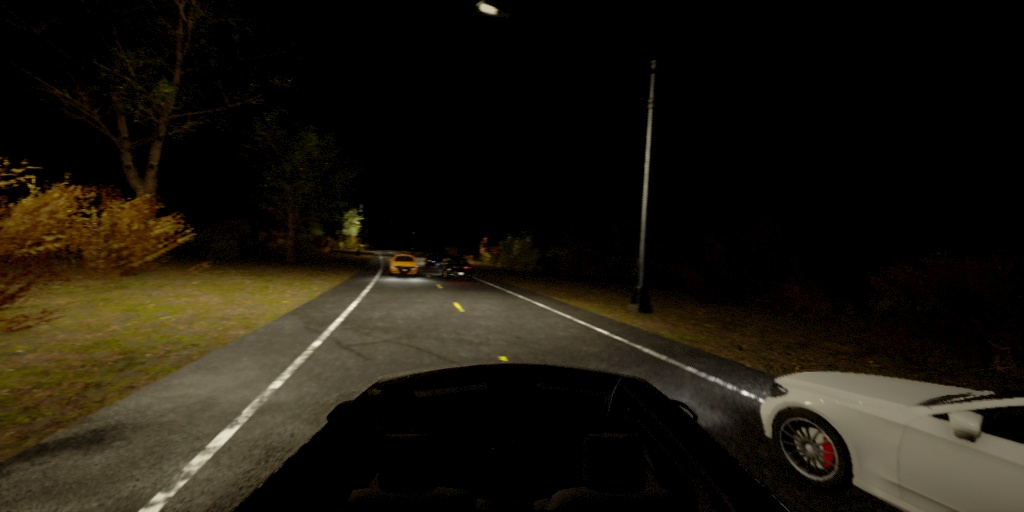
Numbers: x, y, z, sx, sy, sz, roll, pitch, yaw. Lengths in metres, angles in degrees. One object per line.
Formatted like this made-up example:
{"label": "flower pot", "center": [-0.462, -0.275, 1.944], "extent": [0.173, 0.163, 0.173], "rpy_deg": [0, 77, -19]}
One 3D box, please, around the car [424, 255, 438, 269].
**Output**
{"label": "car", "center": [-8.408, 0.602, 38.856], "extent": [1.812, 1.442, 4.674], "rpy_deg": [3, 0, -19]}

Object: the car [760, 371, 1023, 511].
{"label": "car", "center": [4.073, 1.520, 2.133], "extent": [1.812, 1.442, 4.674], "rpy_deg": [3, 0, -15]}

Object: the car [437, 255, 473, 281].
{"label": "car", "center": [-4.111, 0.900, 26.223], "extent": [1.837, 1.490, 4.892], "rpy_deg": [3, 0, -18]}

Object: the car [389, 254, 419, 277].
{"label": "car", "center": [-8.057, 0.630, 26.747], "extent": [1.882, 1.535, 5.008], "rpy_deg": [3, 0, -18]}
